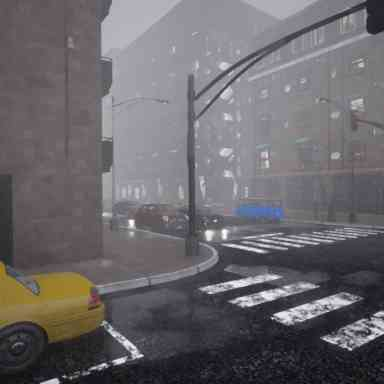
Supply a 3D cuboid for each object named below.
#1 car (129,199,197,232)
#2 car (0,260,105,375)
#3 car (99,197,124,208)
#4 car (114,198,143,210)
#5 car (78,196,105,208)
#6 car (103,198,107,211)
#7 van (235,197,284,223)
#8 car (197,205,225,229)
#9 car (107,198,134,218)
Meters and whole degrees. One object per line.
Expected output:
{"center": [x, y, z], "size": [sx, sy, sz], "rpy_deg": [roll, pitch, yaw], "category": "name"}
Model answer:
{"center": [-1.834, 1.440, 20.021], "size": [1.967, 1.590, 4.097], "rpy_deg": [0, 0, -36], "category": "car"}
{"center": [-3.566, 1.525, 4.024], "size": [4.829, 1.417, 1.752], "rpy_deg": [0, 0, -35], "category": "car"}
{"center": [-11.626, 1.463, 47.852], "size": [1.887, 1.381, 4.507], "rpy_deg": [-1, 0, -36], "category": "car"}
{"center": [-8.308, 1.463, 43.265], "size": [1.887, 1.381, 4.507], "rpy_deg": [-1, 0, -36], "category": "car"}
{"center": [-14.270, 1.429, 46.997], "size": [2.128, 1.511, 4.902], "rpy_deg": [-1, 0, -36], "category": "car"}
{"center": [-11.544, 1.452, 37.874], "size": [2.128, 1.511, 4.902], "rpy_deg": [-1, 0, -36], "category": "car"}
{"center": [4.967, 1.280, 24.917], "size": [1.690, 1.788, 3.998], "rpy_deg": [0, 0, -36], "category": "van"}
{"center": [0.231, 1.545, 21.584], "size": [1.994, 1.385, 4.181], "rpy_deg": [-1, 0, -36], "category": "car"}
{"center": [-5.604, 1.493, 29.650], "size": [1.812, 1.442, 4.674], "rpy_deg": [-1, 0, -36], "category": "car"}
